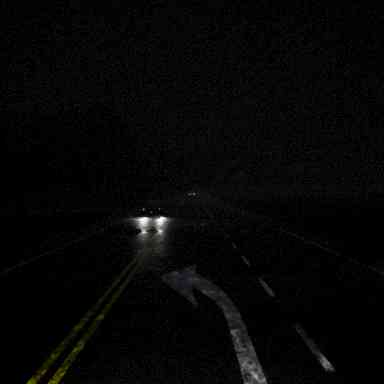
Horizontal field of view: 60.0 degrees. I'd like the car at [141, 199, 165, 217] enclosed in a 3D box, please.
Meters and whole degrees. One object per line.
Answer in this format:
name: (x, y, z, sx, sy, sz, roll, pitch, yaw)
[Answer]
car: (-3.523, 1.437, 30.995, 1.812, 1.442, 4.674, 0, 1, 0)
